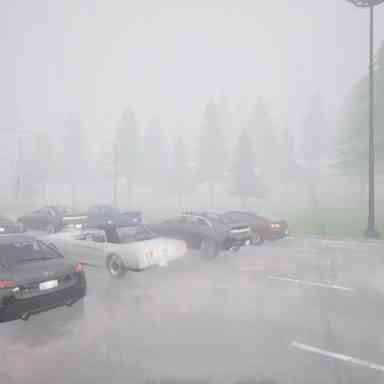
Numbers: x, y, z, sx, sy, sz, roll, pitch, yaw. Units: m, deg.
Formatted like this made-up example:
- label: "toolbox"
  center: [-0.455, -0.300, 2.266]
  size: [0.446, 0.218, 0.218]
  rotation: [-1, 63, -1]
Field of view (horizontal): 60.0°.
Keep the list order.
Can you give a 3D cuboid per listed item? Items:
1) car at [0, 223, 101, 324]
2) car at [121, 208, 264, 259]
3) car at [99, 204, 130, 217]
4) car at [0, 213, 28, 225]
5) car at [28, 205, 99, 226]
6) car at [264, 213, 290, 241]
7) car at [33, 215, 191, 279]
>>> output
- label: "car"
  center: [-4.097, 1.564, 6.871]
  size: [4.181, 1.385, 1.994]
  rotation: [0, 0, 35]
- label: "car"
  center: [-0.092, 1.491, 12.624]
  size: [4.902, 1.511, 2.128]
  rotation: [0, 0, 36]
- label: "car"
  center: [-5.292, 1.478, 20.649]
  size: [5.008, 1.535, 1.882]
  rotation: [0, 0, 36]
- label: "car"
  center: [-9.693, 1.564, 15.187]
  size: [4.181, 1.385, 1.994]
  rotation: [0, 0, 36]
- label: "car"
  center: [-7.620, 1.492, 18.008]
  size: [4.902, 1.511, 2.128]
  rotation: [0, 0, 36]
- label: "car"
  center: [2.113, 1.526, 15.349]
  size: [4.674, 1.442, 1.812]
  rotation: [0, 0, 36]
- label: "car"
  center: [-2.568, 1.601, 10.090]
  size: [4.718, 1.301, 1.895]
  rotation: [0, 0, 36]
